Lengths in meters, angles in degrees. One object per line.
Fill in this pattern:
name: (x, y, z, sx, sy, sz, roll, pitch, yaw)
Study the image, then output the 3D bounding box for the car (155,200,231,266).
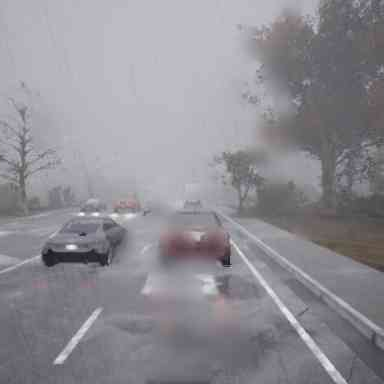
car: (0.095, 1.312, 11.489, 2.097, 1.767, 4.553, 0, 0, 0)

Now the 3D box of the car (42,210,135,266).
car: (-3.406, 1.524, 11.408, 1.994, 1.385, 4.181, 0, 0, 0)

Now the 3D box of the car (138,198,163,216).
car: (-3.414, 1.439, 31.239, 2.033, 1.411, 5.357, 0, 0, 0)

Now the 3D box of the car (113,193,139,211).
car: (-7.019, 1.083, 36.555, 2.150, 2.045, 5.566, 0, 0, 0)

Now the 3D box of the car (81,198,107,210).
car: (-10.526, 1.400, 36.064, 1.812, 1.442, 4.674, 0, 0, 0)
